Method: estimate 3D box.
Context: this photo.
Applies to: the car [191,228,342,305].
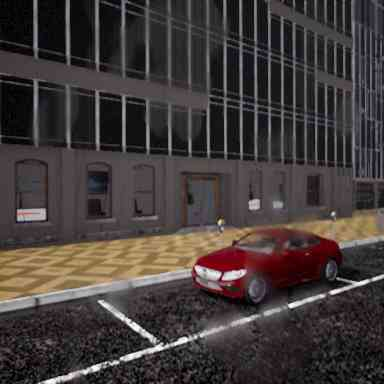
[{"bbox_3d":[1.940,1.553,7.964,4.206,1.307,1.802,0,0,-36],"label":"car"}]
